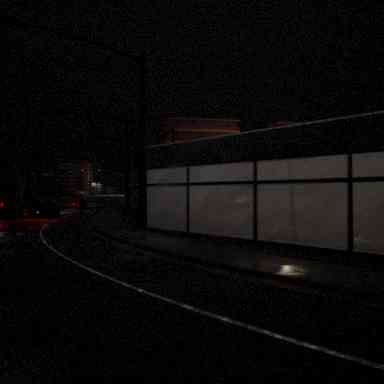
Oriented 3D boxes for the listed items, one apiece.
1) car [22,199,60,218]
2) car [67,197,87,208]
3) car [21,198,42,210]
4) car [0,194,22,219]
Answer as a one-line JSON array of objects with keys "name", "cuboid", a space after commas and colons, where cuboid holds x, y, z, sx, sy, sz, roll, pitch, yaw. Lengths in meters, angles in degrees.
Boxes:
[{"name": "car", "cuboid": [-13.342, 1.491, 30.214, 2.128, 1.511, 4.902, 0, 0, -11]}, {"name": "car", "cuboid": [-16.102, 1.458, 46.746, 1.882, 1.535, 5.008, 0, 0, -7]}, {"name": "car", "cuboid": [-20.756, 1.546, 42.971, 1.994, 1.385, 4.181, 0, 0, -33]}, {"name": "car", "cuboid": [-16.725, 1.221, 29.298, 2.150, 2.045, 5.566, 0, 0, -11]}]
